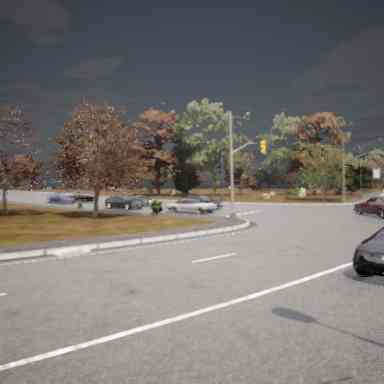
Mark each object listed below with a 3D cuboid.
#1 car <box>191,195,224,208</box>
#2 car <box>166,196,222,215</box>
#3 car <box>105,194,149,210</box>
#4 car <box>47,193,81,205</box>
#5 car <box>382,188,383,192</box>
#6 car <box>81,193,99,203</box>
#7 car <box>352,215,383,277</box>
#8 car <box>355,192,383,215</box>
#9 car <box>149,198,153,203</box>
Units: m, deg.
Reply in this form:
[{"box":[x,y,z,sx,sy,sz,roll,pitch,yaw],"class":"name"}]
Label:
[{"box":[0.905,1.070,33.902,4.892,1.490,1.837,0,2,37],"class":"car"},{"box":[-0.019,1.277,30.215,4.718,1.301,1.895,0,2,37],"class":"car"},{"box":[-7.305,1.105,35.735,4.892,1.490,1.837,1,2,37],"class":"car"},{"box":[-16.903,0.816,43.012,4.674,1.442,1.812,3,3,37],"class":"car"},{"box":[25.348,0.036,41.861,2.150,2.045,5.566,-1,1,35],"class":"car"},{"box":[-14.950,0.775,45.928,4.718,1.301,1.895,3,3,37],"class":"car"},{"box":[6.070,1.467,8.950,4.181,1.385,1.994,-2,1,-41],"class":"car"},{"box":[13.307,1.010,23.265,1.812,1.442,4.674,-1,1,-3],"class":"car"},{"box":[-6.619,0.953,39.603,4.902,1.511,2.128,1,3,37],"class":"car"}]
